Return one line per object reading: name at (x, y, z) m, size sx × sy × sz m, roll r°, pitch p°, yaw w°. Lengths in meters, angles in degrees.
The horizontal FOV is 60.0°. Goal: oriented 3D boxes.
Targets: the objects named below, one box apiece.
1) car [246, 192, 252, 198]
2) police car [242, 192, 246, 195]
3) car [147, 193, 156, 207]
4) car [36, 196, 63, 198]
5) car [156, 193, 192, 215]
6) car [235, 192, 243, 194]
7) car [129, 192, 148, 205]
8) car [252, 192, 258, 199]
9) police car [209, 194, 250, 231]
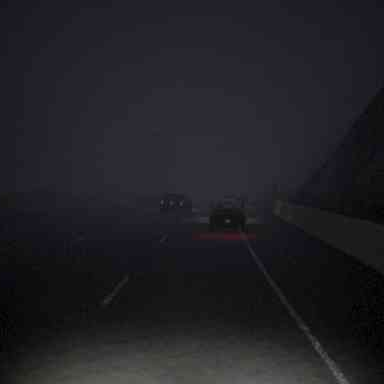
car at (7.891, 0.761, 53.550) m, size 2.128 × 1.511 × 4.902 m, roll 1°, pitch 1°, yaw 18°
police car at (4.048, 0.965, 33.133) m, size 1.930 × 1.638 × 5.238 m, roll 1°, pitch 1°, yaw 10°
car at (-3.066, 0.884, 38.732) m, size 2.128 × 1.511 × 4.902 m, roll 0°, pitch 1°, yaw 12°
car at (-16.919, 0.741, 40.846) m, size 1.837 × 1.490 × 4.892 m, roll 1°, pitch 1°, yaw 12°
car at (-1.285, 0.913, 28.455) m, size 2.097 × 1.767 × 4.553 m, roll 1°, pitch 1°, yaw 9°
car at (3.145, 1.066, 27.797) m, size 1.801 × 1.575 × 5.366 m, roll 1°, pitch 1°, yaw 9°
car at (-5.860, 0.789, 42.419) m, size 1.882 × 1.535 × 5.008 m, roll 0°, pitch 1°, yaw 13°
car at (11.643, 0.699, 64.769) m, size 1.994 × 1.385 × 4.181 m, roll 1°, pitch 1°, yaw 22°
police car at (1.973, 1.163, 18.637) m, size 1.930 × 1.638 × 5.238 m, roll 1°, pitch 1°, yaw 6°
